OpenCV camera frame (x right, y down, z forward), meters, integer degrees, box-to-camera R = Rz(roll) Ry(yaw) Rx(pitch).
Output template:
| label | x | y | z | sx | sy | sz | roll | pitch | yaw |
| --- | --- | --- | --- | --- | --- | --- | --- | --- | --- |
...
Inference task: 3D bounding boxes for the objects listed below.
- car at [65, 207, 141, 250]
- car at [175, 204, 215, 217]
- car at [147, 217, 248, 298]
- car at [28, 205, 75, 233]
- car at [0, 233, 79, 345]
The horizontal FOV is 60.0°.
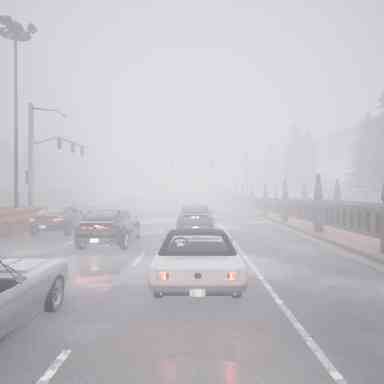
| label | x | y | z | sx | sy | sz | roll | pitch | yaw |
| --- | --- | --- | --- | --- | --- | --- | --- | --- | --- |
| car | -3.349 | 1.413 | 13.861 | 1.837 | 1.490 | 4.892 | 0 | 0 | 0 |
| car | 0.171 | 1.386 | 17.586 | 1.837 | 1.490 | 4.892 | 0 | 0 | 0 |
| car | 0.123 | 1.550 | 8.326 | 1.895 | 1.301 | 4.718 | 0 | 0 | 0 |
| car | -6.858 | 1.408 | 17.487 | 1.812 | 1.442 | 4.674 | 0 | 0 | -1 |
| car | -3.389 | 1.577 | 4.634 | 1.895 | 1.301 | 4.718 | 0 | 0 | 0 |
